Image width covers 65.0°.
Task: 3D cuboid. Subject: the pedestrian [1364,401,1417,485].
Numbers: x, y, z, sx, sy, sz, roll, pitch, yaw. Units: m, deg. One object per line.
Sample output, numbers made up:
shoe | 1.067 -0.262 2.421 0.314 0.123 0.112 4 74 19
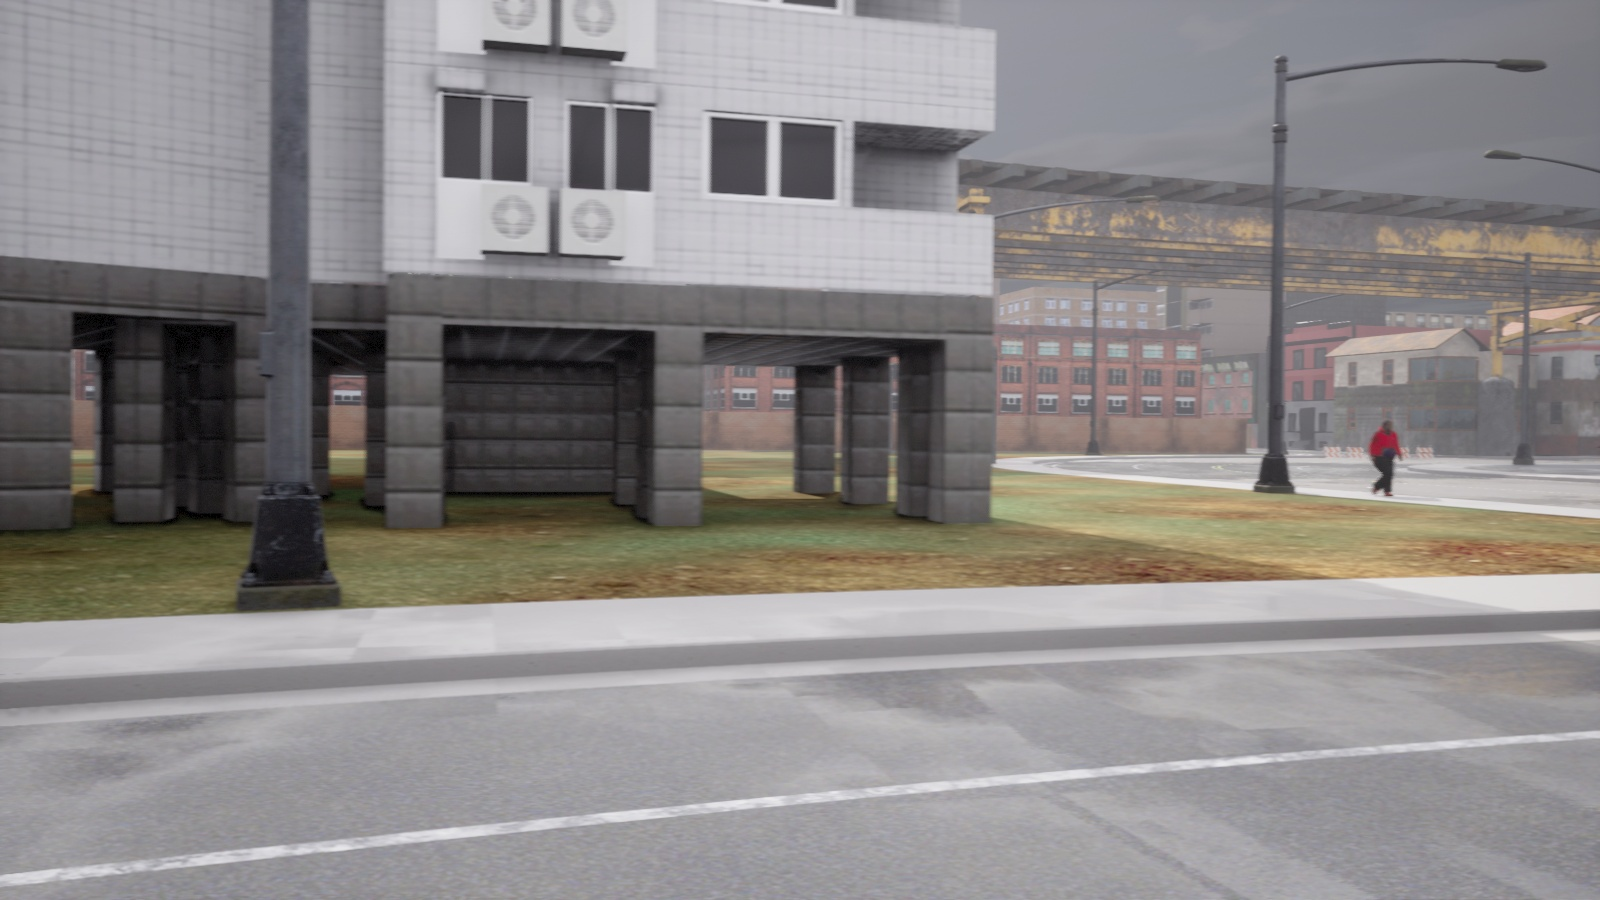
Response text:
pedestrian | 13.154 -0.163 27.999 0.634 1.844 0.899 -1 1 -17
